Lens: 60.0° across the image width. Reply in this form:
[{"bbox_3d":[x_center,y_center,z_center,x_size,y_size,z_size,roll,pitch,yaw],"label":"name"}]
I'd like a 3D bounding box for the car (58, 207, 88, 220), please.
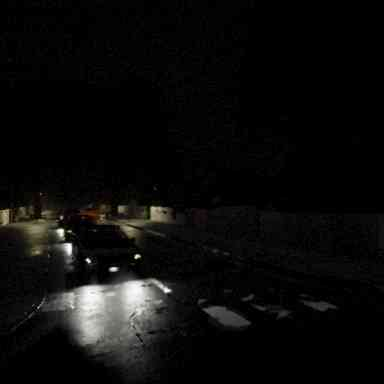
[{"bbox_3d":[-11.112,2.276,30.642,2.097,1.767,4.553,0,-1,-23],"label":"car"}]

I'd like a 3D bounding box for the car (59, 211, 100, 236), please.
[{"bbox_3d":[-7.180,2.181,21.266,2.033,1.411,5.357,0,-1,-23],"label":"car"}]

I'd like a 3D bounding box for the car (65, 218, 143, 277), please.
[{"bbox_3d":[-3.261,1.894,11.942,2.033,1.411,5.357,0,-1,-23],"label":"car"}]

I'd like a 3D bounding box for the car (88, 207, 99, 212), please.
[{"bbox_3d":[-12.918,2.714,42.405,1.882,1.535,5.008,0,-1,-22],"label":"car"}]

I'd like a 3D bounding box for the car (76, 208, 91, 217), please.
[{"bbox_3d":[-17.003,3.142,51.999,1.895,1.301,4.718,0,-1,-23],"label":"car"}]

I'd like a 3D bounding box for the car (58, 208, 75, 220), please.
[{"bbox_3d":[-16.807,2.918,44.412,1.994,1.385,4.181,0,-2,-23],"label":"car"}]
